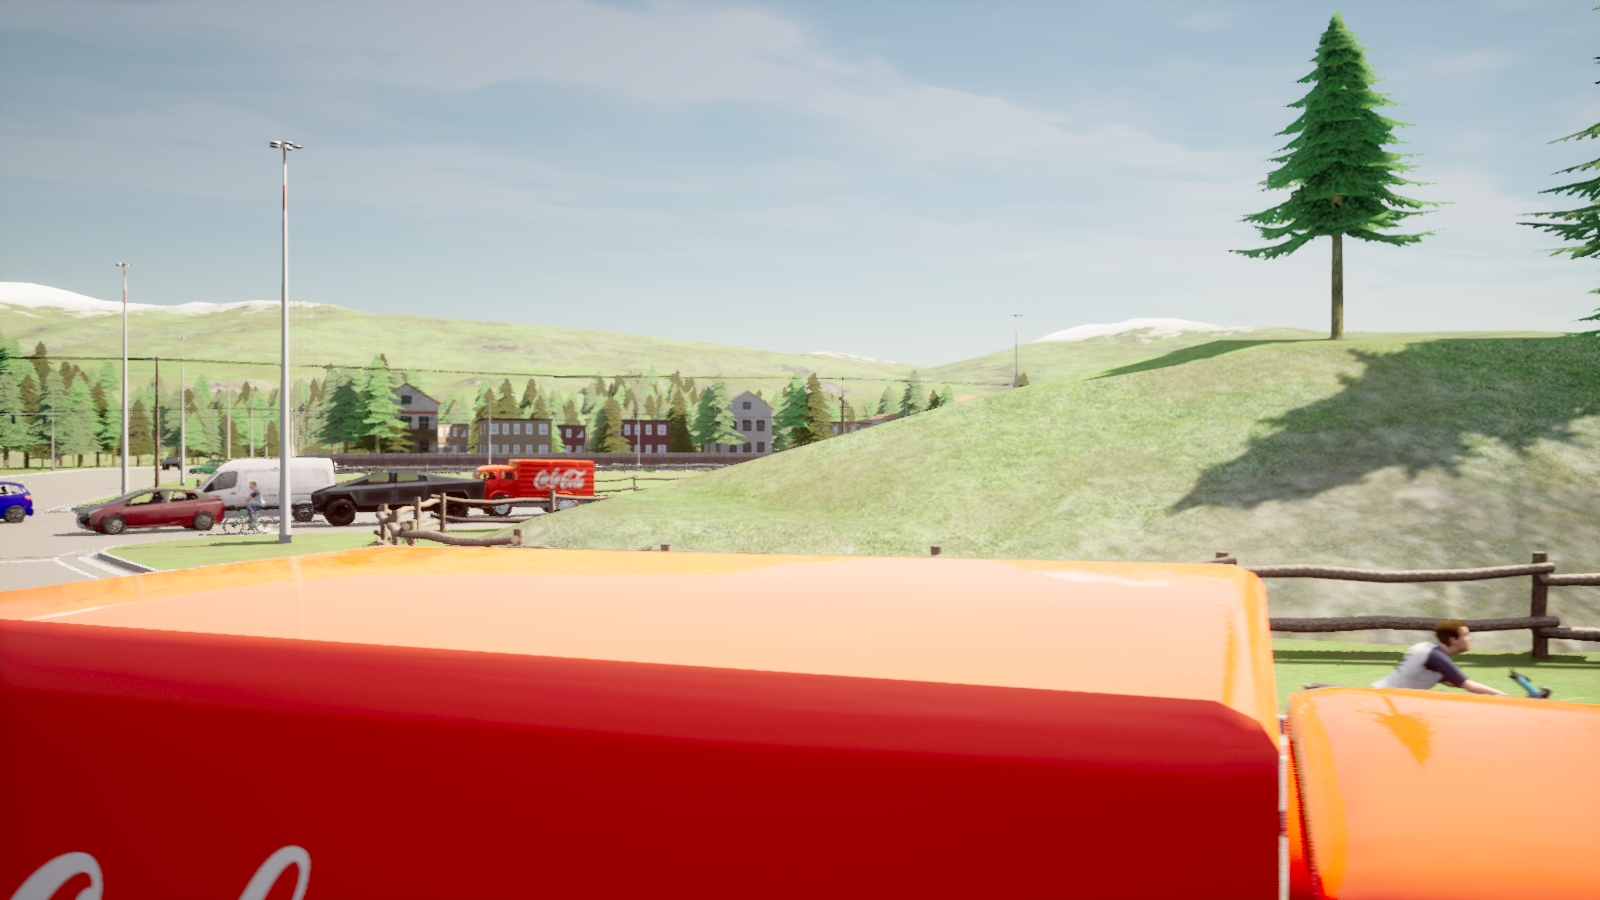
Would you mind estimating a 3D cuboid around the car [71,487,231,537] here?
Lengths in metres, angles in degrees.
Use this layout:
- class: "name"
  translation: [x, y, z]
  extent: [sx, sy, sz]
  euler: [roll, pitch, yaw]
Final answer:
- class: "car"
  translation: [-22.702, 2.120, 40.057]
  extent: [4.514, 1.525, 2.007]
  euler: [0, 0, -44]

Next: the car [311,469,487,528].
- class: "car"
  translation: [-15.595, 1.826, 44.487]
  extent: [6.274, 2.098, 2.390]
  euler: [0, 0, -25]

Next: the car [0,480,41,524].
- class: "car"
  translation: [-32.634, 2.068, 44.464]
  extent: [2.242, 1.667, 4.611]
  euler: [-1, 0, 33]

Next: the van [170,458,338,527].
- class: "van"
  translation: [-21.648, 1.618, 45.411]
  extent: [5.915, 2.561, 1.988]
  euler: [0, -1, -28]

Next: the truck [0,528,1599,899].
- class: "truck"
  translation: [0.325, 1.574, 2.852]
  extent: [5.204, 2.467, 2.627]
  euler: [0, 0, 21]

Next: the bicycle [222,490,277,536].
- class: "bicycle"
  translation: [-18.690, 2.128, 38.812]
  extent: [1.643, 1.496, 0.373]
  euler: [-1, 2, -36]

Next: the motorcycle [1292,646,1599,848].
- class: "motorcycle"
  translation: [4.861, 2.188, 8.639]
  extent: [2.033, 1.199, 0.803]
  euler: [0, -3, 19]

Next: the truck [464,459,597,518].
- class: "truck"
  translation: [-11.828, 1.649, 50.131]
  extent: [5.204, 2.467, 2.627]
  euler: [1, 0, -25]
